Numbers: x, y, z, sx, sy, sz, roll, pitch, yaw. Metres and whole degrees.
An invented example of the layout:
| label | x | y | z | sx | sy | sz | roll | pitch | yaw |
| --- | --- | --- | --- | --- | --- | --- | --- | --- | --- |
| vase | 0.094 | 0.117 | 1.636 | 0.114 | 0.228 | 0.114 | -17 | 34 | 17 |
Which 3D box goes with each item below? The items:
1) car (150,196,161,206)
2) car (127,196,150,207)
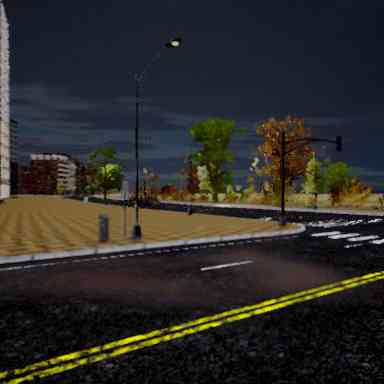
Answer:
| label | x | y | z | sx | sy | sz | roll | pitch | yaw |
| --- | --- | --- | --- | --- | --- | --- | --- | --- | --- |
| car | -7.030 | 1.528 | 57.839 | 2.097 | 1.767 | 4.553 | 0 | 0 | -29 |
| car | -9.236 | 1.656 | 55.141 | 1.882 | 1.535 | 5.008 | 0 | 0 | -30 |
